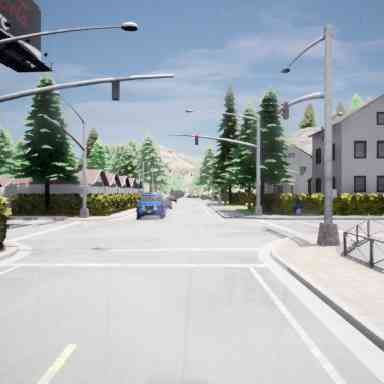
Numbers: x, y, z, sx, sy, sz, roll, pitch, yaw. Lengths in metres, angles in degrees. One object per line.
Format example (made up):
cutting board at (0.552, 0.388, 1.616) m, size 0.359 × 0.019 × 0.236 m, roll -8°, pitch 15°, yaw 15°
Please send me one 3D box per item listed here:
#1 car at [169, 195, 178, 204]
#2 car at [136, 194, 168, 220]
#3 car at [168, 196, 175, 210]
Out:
car at (-3.519, 1.284, 59.462) m, size 1.882 × 1.535 × 5.008 m, roll 0°, pitch 0°, yaw 0°
car at (-3.377, 1.202, 27.811) m, size 2.150 × 2.045 × 5.566 m, roll -1°, pitch -1°, yaw -3°
car at (-3.604, 1.565, 43.178) m, size 1.994 × 1.385 × 4.181 m, roll 0°, pitch 0°, yaw 0°
